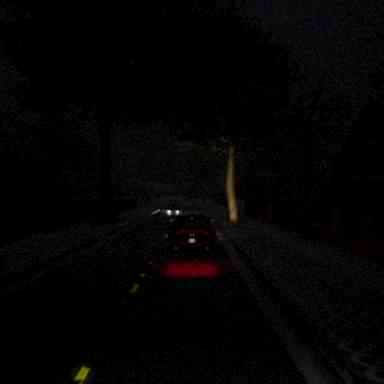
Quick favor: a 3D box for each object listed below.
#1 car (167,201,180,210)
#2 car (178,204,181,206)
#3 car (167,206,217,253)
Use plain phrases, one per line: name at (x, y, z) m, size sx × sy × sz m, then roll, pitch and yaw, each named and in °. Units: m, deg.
car at (-2.763, 2.011, 51.456) m, size 1.994 × 1.385 × 4.181 m, roll 0°, pitch 0°, yaw 0°
car at (-0.004, 1.866, 29.097) m, size 1.895 × 1.301 × 4.718 m, roll 0°, pitch 0°, yaw 0°
car at (0.002, 1.614, 14.480) m, size 1.882 × 1.535 × 5.008 m, roll 0°, pitch 0°, yaw 0°
